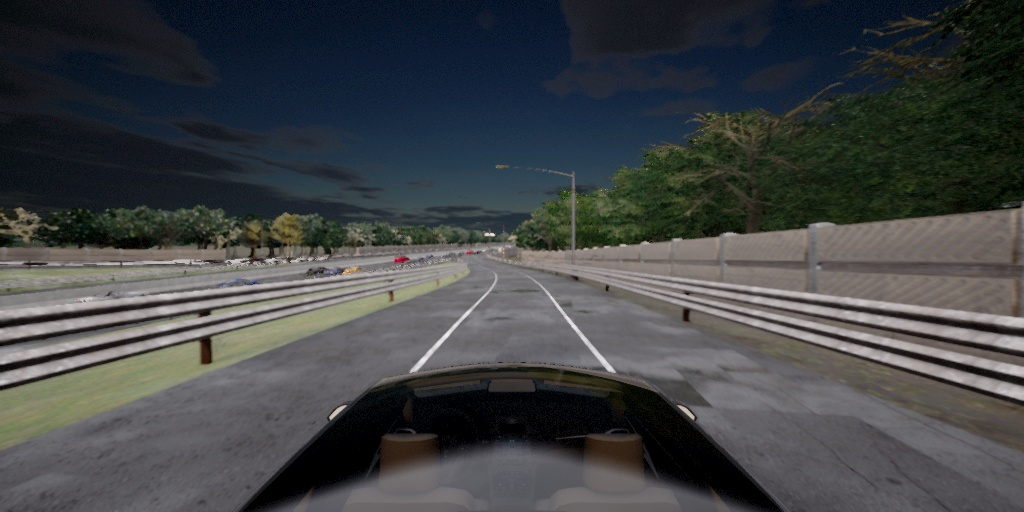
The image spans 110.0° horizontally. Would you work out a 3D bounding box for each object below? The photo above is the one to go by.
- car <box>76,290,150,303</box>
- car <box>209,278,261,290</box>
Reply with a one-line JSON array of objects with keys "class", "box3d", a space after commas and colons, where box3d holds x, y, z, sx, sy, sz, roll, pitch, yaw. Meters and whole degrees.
[{"class": "car", "box3d": [-38.329, 3.975, 34.707, 1.895, 1.301, 4.718, 0, 3, 9]}, {"class": "car", "box3d": [-30.521, 3.677, 39.542, 1.882, 1.535, 5.008, 0, 3, 9]}]
